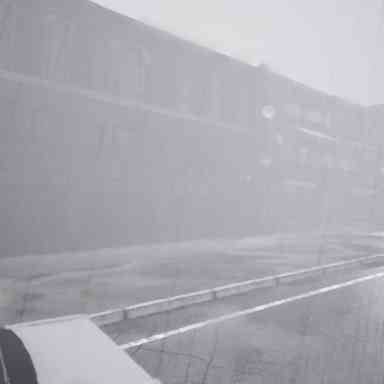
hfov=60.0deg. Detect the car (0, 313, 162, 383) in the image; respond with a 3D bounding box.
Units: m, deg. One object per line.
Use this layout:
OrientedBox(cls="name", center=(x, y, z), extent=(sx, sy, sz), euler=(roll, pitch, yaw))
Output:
OrientedBox(cls="car", center=(-2.603, 1.598, 1.829), extent=(4.718, 1.301, 1.895), euler=(0, 0, -35))
